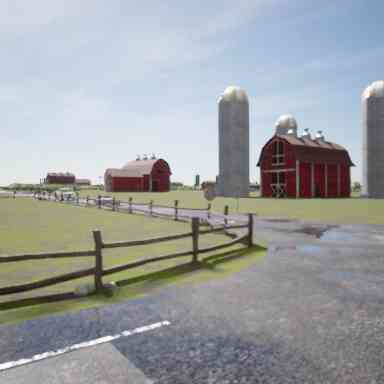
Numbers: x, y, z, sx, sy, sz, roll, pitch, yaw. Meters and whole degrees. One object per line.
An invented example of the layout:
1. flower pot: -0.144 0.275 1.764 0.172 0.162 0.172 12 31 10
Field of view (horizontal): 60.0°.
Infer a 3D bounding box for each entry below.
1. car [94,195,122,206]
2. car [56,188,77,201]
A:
1. car: -10.158 1.007 40.087 1.895 1.301 4.718 -1 1 -36
2. car: -20.683 0.441 54.807 2.150 2.045 5.566 -1 1 -36
